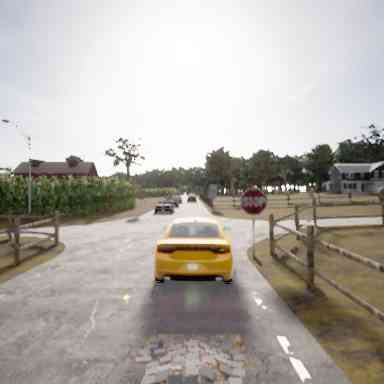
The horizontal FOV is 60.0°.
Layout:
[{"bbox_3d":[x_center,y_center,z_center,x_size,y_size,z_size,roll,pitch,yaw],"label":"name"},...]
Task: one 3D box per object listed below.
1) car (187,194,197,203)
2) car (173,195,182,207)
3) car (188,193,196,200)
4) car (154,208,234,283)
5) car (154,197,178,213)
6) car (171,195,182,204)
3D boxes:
[{"bbox_3d":[-0.005,1.330,67.073,1.837,1.490,4.892,0,0,0],"label":"car"},{"bbox_3d":[-2.843,1.482,46.973,1.895,1.301,4.718,0,0,0],"label":"car"},{"bbox_3d":[-0.003,1.108,77.503,1.882,1.535,5.008,0,0,0],"label":"car"},{"bbox_3d":[0.120,1.458,9.683,1.882,1.535,5.008,0,0,2],"label":"car"},{"bbox_3d":[-2.856,1.517,35.190,1.895,1.301,4.718,0,0,0],"label":"car"},{"bbox_3d":[-2.801,1.320,61.218,1.882,1.535,5.008,0,1,1],"label":"car"}]
